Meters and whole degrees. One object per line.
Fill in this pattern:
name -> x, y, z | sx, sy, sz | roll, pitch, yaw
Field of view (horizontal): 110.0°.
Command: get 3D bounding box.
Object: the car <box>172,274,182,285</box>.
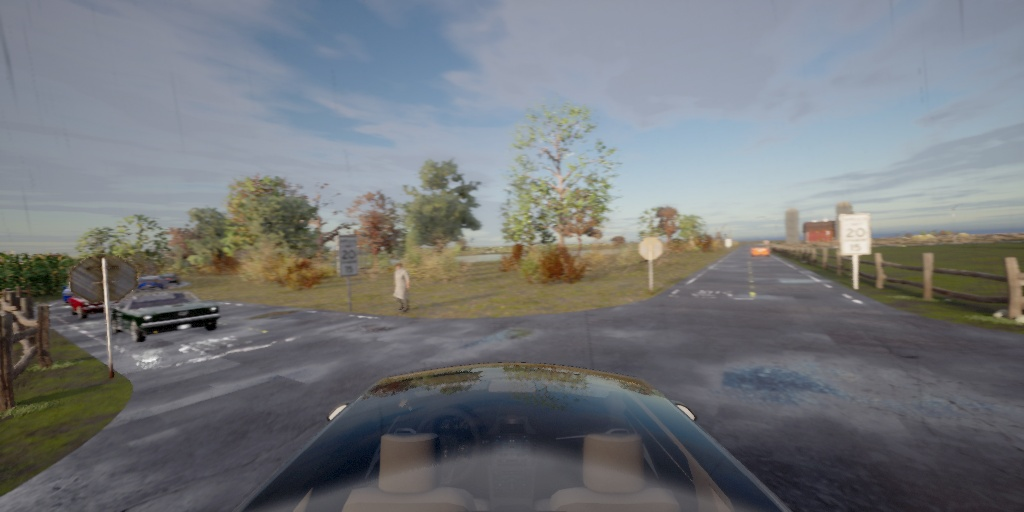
car -> -42.167, 2.909, 44.178 | 1.837, 1.490, 4.892 | -3, 1, -40

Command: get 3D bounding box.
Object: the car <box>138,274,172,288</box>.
car -> -34.845, 2.621, 34.751 | 1.882, 1.535, 5.008 | -3, 0, -39

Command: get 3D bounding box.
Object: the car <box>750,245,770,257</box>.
car -> 34.761, -0.805, 50.297 | 2.097, 1.767, 4.553 | -2, 1, 33

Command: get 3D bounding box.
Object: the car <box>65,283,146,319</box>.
car -> -19.789, 2.183, 17.402 | 4.718, 1.301, 1.895 | -2, 1, 35

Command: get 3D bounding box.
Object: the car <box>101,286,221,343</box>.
car -> -11.385, 1.826, 11.671 | 4.718, 1.301, 1.895 | -2, 1, 34

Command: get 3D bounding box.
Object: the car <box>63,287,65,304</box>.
car -> -30.729, 2.509, 25.952 | 5.008, 1.535, 1.882 | -2, 1, 44

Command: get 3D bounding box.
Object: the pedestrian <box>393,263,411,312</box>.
pedestrian -> -4.053, 1.127, 13.193 | 0.375, 1.860, 0.375 | -1, 2, 34
